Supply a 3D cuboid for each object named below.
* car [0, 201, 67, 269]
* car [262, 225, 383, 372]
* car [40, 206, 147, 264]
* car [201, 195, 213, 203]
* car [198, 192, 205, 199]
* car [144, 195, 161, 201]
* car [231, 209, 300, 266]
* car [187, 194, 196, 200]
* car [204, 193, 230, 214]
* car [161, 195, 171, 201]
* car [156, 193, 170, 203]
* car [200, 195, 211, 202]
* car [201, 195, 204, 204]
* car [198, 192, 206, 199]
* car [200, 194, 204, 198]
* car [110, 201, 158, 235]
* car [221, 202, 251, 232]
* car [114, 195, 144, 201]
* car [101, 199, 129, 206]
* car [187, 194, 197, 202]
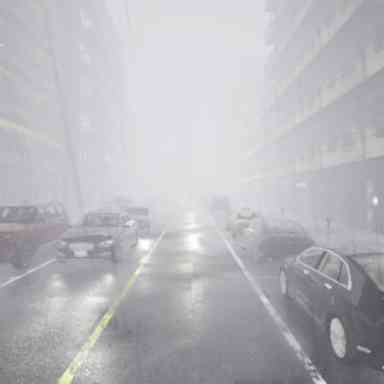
[{"bbox_3d":[-5.682,1.273,11.156,2.192,1.841,5.009,1,0,0],"label":"car"},{"bbox_3d":[2.699,1.527,5.561,2.008,1.369,4.403,1,0,0],"label":"car"},{"bbox_3d":[-3.092,1.447,11.704,2.128,1.511,4.902,0,0,0],"label":"car"},{"bbox_3d":[2.664,1.317,61.239,2.008,1.369,4.403,1,0,0],"label":"car"},{"bbox_3d":[2.670,1.101,55.669,2.192,1.841,5.009,1,0,0],"label":"car"},{"bbox_3d":[-5.706,1.397,44.564,1.947,1.339,4.313,1,0,0],"label":"car"},{"bbox_3d":[2.695,1.505,11.128,2.008,1.369,4.403,1,0,0],"label":"car"},{"bbox_3d":[-0.045,1.160,75.566,1.994,1.385,4.181,0,0,0],"label":"car"},{"bbox_3d":[2.684,1.184,33.399,2.192,1.841,5.009,1,0,0],"label":"car"},{"bbox_3d":[-5.724,1.312,72.403,1.802,1.307,4.206,1,0,0],"label":"car"},{"bbox_3d":[-5.714,1.085,61.266,2.192,1.841,5.009,1,0,0],"label":"car"},{"bbox_3d":[2.660,1.312,66.807,1.947,1.339,4.313,1,0,0],"label":"car"},{"bbox_3d":[2.674,1.378,44.535,2.008,1.369,4.403,1,0,0],"label":"car"},{"bbox_3d":[2.649,0.983,89.078,2.192,1.841,5.009,1,0,0],"label":"car"},{"bbox_3d":[2.671,1.351,50.103,1.887,1.381,4.507,1,0,0],"label":"car"},{"bbox_3d":[-3.010,1.492,18.519,1.837,1.490,4.892,0,0,0],"label":"car"},{"bbox_3d":[2.692,1.457,16.866,1.752,1.417,4.829,1,0,0],"label":"car"},{"bbox_3d":[-5.693,1.208,27.859,2.192,1.841,5.009,1,0,0],"label":"car"},{"bbox_3d":[-5.692,1.440,22.122,1.752,1.417,4.829,1,0,0],"label":"car"},{"bbox_3d":[-0.039,1.277,65.514,1.812,1.442,4.674,0,0,0],"label":"car"}]
